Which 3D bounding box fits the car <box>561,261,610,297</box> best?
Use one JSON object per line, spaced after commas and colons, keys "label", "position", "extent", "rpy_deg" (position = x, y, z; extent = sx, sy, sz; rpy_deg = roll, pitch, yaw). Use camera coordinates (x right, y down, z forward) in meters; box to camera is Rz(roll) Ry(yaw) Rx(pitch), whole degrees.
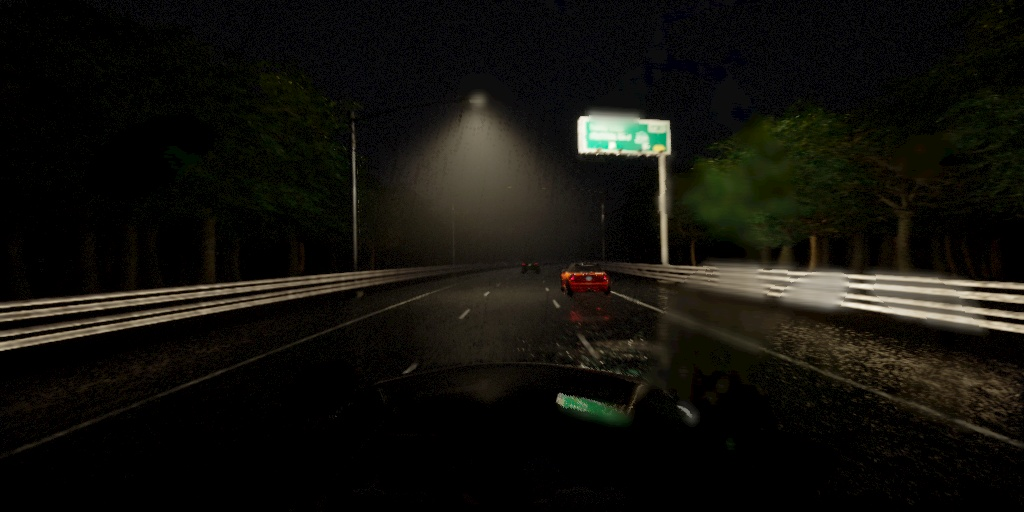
{"label": "car", "position": [3.844, 1.131, 19.495], "extent": [2.097, 1.767, 4.553], "rpy_deg": [-1, 0, 3]}

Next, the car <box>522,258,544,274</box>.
{"label": "car", "position": [2.649, 1.288, 48.427], "extent": [2.150, 2.045, 5.566], "rpy_deg": [-1, -1, 8]}
